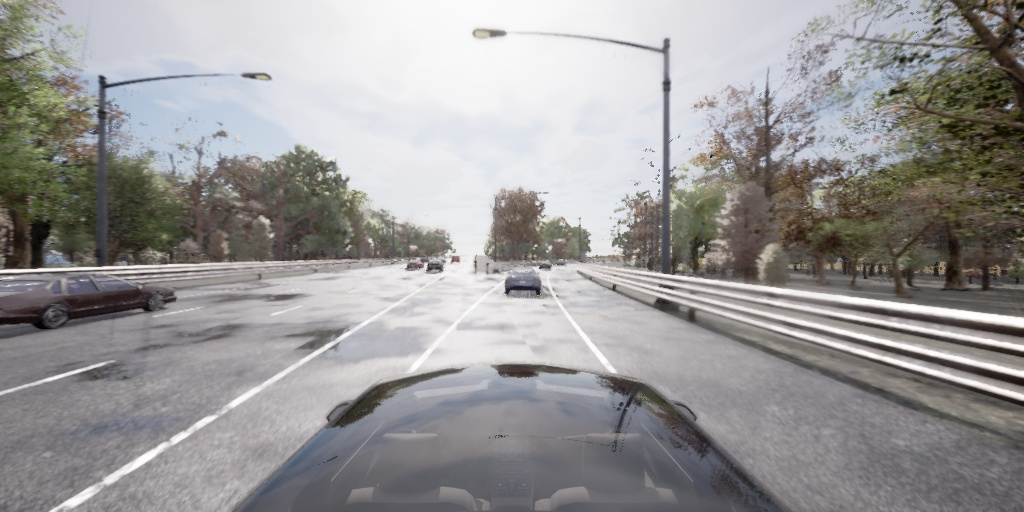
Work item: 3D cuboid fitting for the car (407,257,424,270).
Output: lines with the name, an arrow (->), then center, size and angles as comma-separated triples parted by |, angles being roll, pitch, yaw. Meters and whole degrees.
car -> -13.530, 1.189, 50.369 | 1.812, 1.442, 4.674 | 0, 0, -6

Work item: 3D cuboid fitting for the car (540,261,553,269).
car -> 5.758, 1.546, 61.318 | 1.812, 1.442, 4.674 | 0, 0, 11

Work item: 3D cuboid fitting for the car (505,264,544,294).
car -> 0.671, 1.352, 20.613 | 1.994, 1.385, 4.181 | 0, -1, 4

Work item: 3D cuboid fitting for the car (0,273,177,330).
car -> -12.998, 1.224, 10.635 | 2.033, 1.411, 5.357 | 0, 0, -6

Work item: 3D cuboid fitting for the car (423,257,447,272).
car -> -9.410, 1.192, 44.473 | 1.837, 1.490, 4.892 | 0, 0, -6
